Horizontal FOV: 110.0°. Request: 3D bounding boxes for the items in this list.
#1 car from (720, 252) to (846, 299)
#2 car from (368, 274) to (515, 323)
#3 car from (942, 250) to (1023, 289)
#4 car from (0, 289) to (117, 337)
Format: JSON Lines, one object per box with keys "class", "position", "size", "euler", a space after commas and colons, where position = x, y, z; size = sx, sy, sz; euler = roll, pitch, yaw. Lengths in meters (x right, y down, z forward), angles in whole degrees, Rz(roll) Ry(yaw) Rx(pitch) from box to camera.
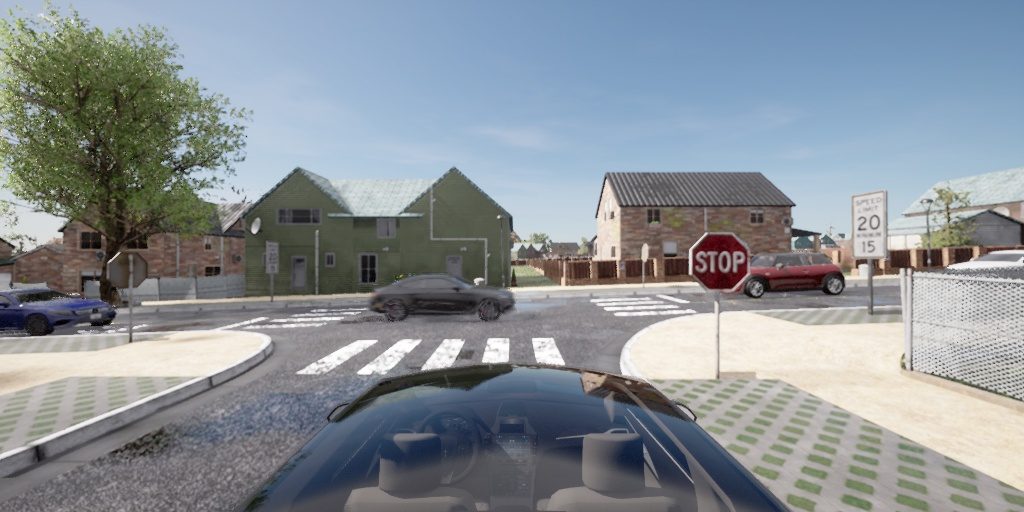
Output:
{"class": "car", "position": [10.566, 0.678, 14.550], "size": [4.553, 1.767, 2.097], "euler": [-2, 0, -1]}
{"class": "car", "position": [-2.241, 1.304, 11.734], "size": [4.674, 1.442, 1.812], "euler": [-1, -1, 0]}
{"class": "car", "position": [20.378, 0.498, 14.534], "size": [4.674, 1.442, 1.812], "euler": [-2, 0, 1]}
{"class": "car", "position": [-16.037, 1.816, 11.824], "size": [4.674, 1.442, 1.812], "euler": [-2, 0, 0]}
